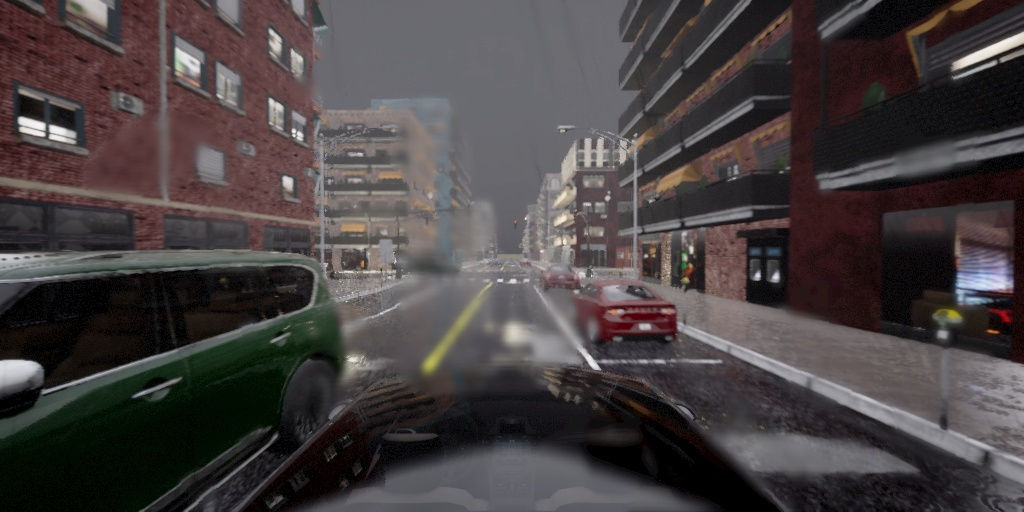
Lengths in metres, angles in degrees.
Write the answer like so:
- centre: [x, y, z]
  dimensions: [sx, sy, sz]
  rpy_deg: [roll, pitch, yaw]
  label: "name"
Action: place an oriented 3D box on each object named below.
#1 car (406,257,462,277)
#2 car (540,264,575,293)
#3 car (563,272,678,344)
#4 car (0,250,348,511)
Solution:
- centre: [-7.887, 1.158, 36.469]
  dimensions: [5.566, 2.045, 2.150]
  rpy_deg: [0, 1, 0]
  label: "car"
- centre: [2.682, 1.177, 20.816]
  dimensions: [1.967, 1.591, 4.097]
  rpy_deg: [0, 0, 0]
  label: "car"
- centre: [2.686, 1.289, 9.446]
  dimensions: [1.888, 1.381, 4.507]
  rpy_deg: [0, 0, 0]
  label: "car"
- centre: [-3.101, 0.971, 2.196]
  dimensions: [2.150, 2.045, 5.566]
  rpy_deg: [0, 0, 0]
  label: "car"
